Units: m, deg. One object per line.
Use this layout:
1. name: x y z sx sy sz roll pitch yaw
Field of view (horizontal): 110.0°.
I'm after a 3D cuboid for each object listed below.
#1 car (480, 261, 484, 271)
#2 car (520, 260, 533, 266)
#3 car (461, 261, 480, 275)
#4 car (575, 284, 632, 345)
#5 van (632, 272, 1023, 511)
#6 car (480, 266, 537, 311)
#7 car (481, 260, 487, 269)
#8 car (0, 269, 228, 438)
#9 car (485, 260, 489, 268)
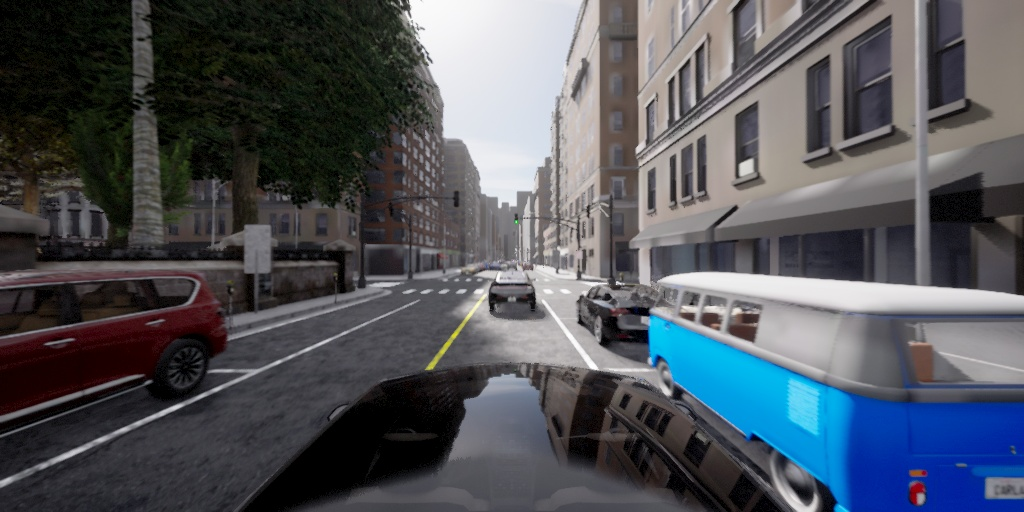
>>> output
1. car: -5.676 1.794 52.999 2.007 1.370 4.403 0 0 0
2. car: 2.847 1.794 63.937 1.967 1.591 4.097 0 0 0
3. car: -5.675 1.715 47.379 1.751 1.417 4.829 0 0 0
4. car: 2.855 1.394 9.564 1.948 1.339 4.313 0 0 0
5. van: 2.856 1.113 3.904 1.690 1.789 3.998 0 0 0
6. car: 0.022 1.377 15.347 2.128 1.511 4.902 0 0 1
7. car: -5.677 1.843 58.450 1.888 1.381 4.507 0 0 0
8. car: -5.669 1.086 3.862 2.192 1.841 5.009 0 0 0
9. car: -5.677 1.899 63.900 1.888 1.381 4.507 0 0 0
